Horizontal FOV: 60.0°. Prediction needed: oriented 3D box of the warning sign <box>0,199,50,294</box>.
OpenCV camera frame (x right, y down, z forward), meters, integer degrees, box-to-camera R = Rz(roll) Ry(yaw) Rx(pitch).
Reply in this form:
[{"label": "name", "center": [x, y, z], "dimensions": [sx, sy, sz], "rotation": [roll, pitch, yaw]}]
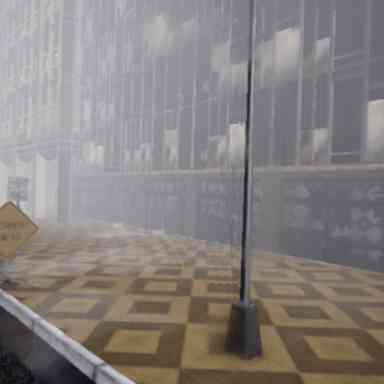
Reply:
[{"label": "warning sign", "center": [-4.011, 1.105, 7.237], "dimensions": [1.060, 1.860, 1.300], "rotation": [2, -1, 45]}]
